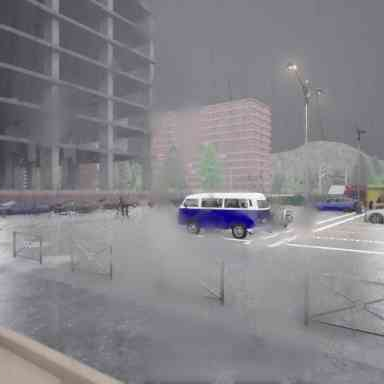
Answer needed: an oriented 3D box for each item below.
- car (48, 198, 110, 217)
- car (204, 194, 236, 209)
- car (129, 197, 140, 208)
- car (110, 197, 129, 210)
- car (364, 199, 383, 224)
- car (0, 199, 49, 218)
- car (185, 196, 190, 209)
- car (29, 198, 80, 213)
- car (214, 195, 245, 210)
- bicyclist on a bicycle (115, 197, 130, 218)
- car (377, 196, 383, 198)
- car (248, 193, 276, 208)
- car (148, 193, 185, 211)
[{"bbox_3d":[-10.538,1.449,31.354,1.837,1.490,4.892,0,0,35],"label":"car"},{"bbox_3d":[4.450,1.436,52.627,2.128,1.511,4.902,0,0,35],"label":"car"},{"bbox_3d":[-9.352,1.436,45.524,2.128,1.511,4.902,0,0,35],"label":"car"},{"bbox_3d":[-9.990,1.449,38.555,1.837,1.490,4.892,0,0,35],"label":"car"},{"bbox_3d":[13.297,1.395,21.444,3.806,1.475,1.970,0,0,36],"label":"car"},{"bbox_3d":[-15.811,1.492,30.296,2.033,1.411,5.357,0,0,35],"label":"car"},{"bbox_3d":[-3.228,1.166,54.147,2.150,2.045,5.566,0,0,35],"label":"car"},{"bbox_3d":[-15.272,1.436,37.136,2.128,1.511,4.902,0,0,35],"label":"car"},{"bbox_3d":[5.479,1.508,48.021,1.994,1.385,4.181,0,0,36],"label":"car"},{"bbox_3d":[-5.455,1.248,25.923,1.656,1.620,0.582,0,0,35],"label":"bicyclist on a bicycle"},{"bbox_3d":[16.501,1.153,26.010,4.605,1.855,1.932,0,0,36],"label":"car"},{"bbox_3d":[12.424,1.166,57.873,2.150,2.045,5.566,0,0,35],"label":"car"},{"bbox_3d":[-3.818,1.166,47.284,2.150,2.045,5.566,0,0,35],"label":"car"}]
